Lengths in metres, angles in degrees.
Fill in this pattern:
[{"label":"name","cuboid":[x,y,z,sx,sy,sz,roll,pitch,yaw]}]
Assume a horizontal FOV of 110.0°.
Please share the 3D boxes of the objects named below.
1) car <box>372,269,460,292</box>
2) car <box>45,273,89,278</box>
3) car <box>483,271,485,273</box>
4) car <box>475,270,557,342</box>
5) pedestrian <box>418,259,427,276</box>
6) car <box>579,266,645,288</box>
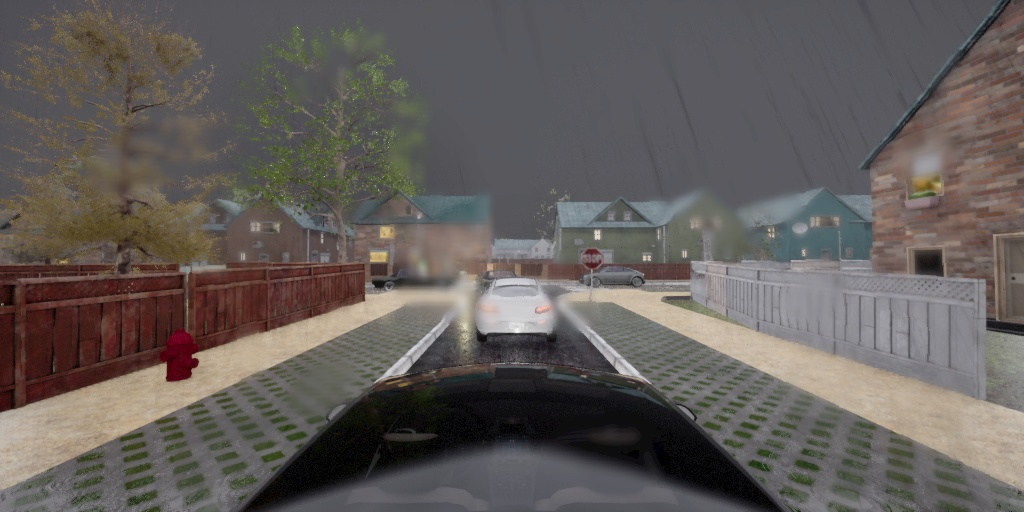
[{"label":"car","cuboid":[-5.475,1.416,20.891,4.718,1.301,1.895,-1,-1,1]},{"label":"car","cuboid":[-25.600,1.632,21.169,4.718,1.301,1.895,-1,-1,1]},{"label":"car","cuboid":[-0.750,1.366,18.504,1.895,1.301,4.718,0,-1,-12]},{"label":"car","cuboid":[0.106,1.279,9.685,1.812,1.442,4.674,0,0,0]},{"label":"pedestrian","cuboid":[-6.691,1.118,26.777,0.375,1.860,0.375,0,-1,1]},{"label":"car","cuboid":[6.547,1.344,23.677,4.181,1.385,1.994,0,-1,1]}]
